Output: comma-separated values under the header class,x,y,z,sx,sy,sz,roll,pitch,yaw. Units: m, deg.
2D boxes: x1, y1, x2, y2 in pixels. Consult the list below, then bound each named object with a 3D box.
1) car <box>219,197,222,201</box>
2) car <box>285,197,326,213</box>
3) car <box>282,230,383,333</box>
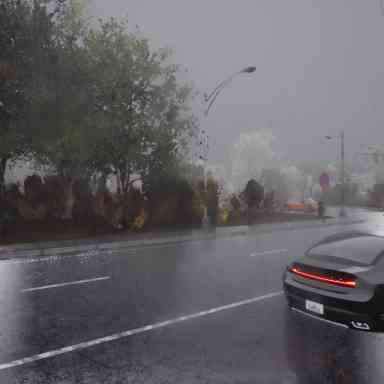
class,x,y,z,sx,sy,sz,roll,pitch,yaw
car,4.499,1.353,69.509,1.994,1.385,4.181,0,1,-33
car,12.510,1.352,36.826,2.097,1.767,4.553,0,0,-32
car,3.839,1.505,6.476,4.892,1.490,1.837,0,0,-35
